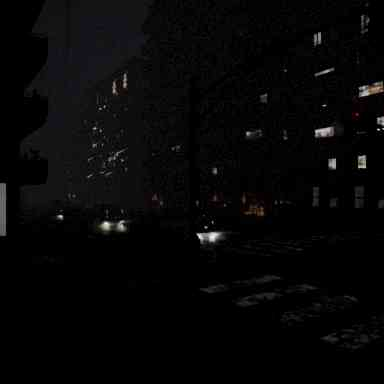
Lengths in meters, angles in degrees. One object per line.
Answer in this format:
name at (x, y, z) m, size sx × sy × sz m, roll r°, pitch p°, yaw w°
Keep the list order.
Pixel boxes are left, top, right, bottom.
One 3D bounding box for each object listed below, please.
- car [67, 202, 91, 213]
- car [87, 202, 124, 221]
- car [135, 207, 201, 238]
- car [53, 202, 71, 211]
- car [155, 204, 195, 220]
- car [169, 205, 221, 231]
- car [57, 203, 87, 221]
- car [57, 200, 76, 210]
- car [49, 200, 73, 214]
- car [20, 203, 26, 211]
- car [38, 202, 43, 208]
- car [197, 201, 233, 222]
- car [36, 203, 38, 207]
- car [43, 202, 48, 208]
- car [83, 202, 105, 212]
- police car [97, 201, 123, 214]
car at (-17.665, 2.418, 51.760) m, size 2.128 × 1.511 × 4.902 m, roll 0°, pitch -1°, yaw -36°
car at (-8.672, 1.931, 33.920) m, size 2.097 × 1.767 × 4.553 m, roll 0°, pitch -1°, yaw -36°
car at (-1.773, 1.832, 19.966) m, size 1.752 × 1.417 × 4.829 m, roll -1°, pitch 0°, yaw -36°
car at (-23.196, 2.599, 59.386) m, size 1.837 × 1.490 × 4.892 m, roll 0°, pitch -1°, yaw -36°
car at (-1.802, 2.045, 34.223) m, size 1.887 × 1.381 × 4.507 m, roll -1°, pitch 0°, yaw -36°
car at (-0.696, 1.881, 22.918) m, size 2.033 × 1.411 × 5.357 m, roll 0°, pitch -1°, yaw -36°
car at (-11.848, 2.163, 33.857) m, size 1.887 × 1.381 × 4.507 m, roll -1°, pitch 0°, yaw -36°
car at (-25.085, 2.523, 66.314) m, size 2.192 × 1.841 × 5.009 m, roll -1°, pitch 0°, yaw -36°
car at (-18.171, 2.094, 47.119) m, size 2.150 × 2.045 × 5.566 m, roll 0°, pitch -1°, yaw -35°
car at (-31.801, 2.769, 61.365) m, size 1.887 × 1.381 × 4.507 m, roll -1°, pitch 0°, yaw -36°
car at (-35.055, 3.049, 80.068) m, size 1.887 × 1.381 × 4.507 m, roll -1°, pitch 0°, yaw -36°
car at (1.517, 1.713, 29.640) m, size 2.192 × 1.841 × 5.009 m, roll -1°, pitch 0°, yaw -36°
car at (-38.376, 3.167, 84.655) m, size 1.947 × 1.339 × 4.313 m, roll -1°, pitch 0°, yaw -36°
car at (-31.729, 2.972, 75.483) m, size 1.947 × 1.339 × 4.313 m, roll -1°, pitch 0°, yaw -36°
car at (-16.326, 2.432, 55.091) m, size 1.882 × 1.535 × 5.008 m, roll 0°, pitch -1°, yaw -36°
police car at (-12.286, 2.256, 49.510) m, size 1.930 × 1.638 × 5.238 m, roll 0°, pitch -1°, yaw -36°
